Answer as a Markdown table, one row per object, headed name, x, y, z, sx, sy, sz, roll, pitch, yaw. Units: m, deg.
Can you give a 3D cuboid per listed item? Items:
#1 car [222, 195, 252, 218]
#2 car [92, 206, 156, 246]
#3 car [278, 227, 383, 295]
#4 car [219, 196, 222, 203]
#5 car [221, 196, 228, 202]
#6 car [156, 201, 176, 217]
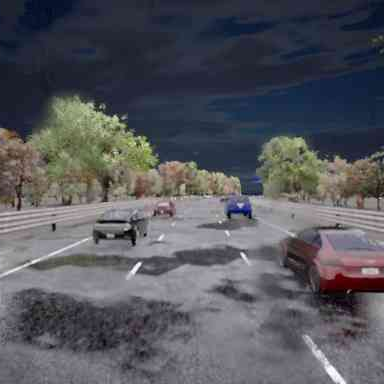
| name | x | y | z | sx | sy | sz | roll | pitch | yaw |
| --- | --- | --- | --- | --- | --- | --- | --- | --- | --- |
| car | 4.271 | 1.337 | 31.250 | 2.150 | 2.045 | 5.566 | 0 | 0 | 2 |
| car | -3.212 | 1.546 | 15.714 | 2.128 | 1.511 | 4.902 | 0 | 0 | 1 |
| car | 3.676 | 1.598 | 8.809 | 1.994 | 1.385 | 4.181 | 0 | 0 | 1 |
| car | 7.619 | 1.859 | 79.225 | 1.837 | 1.490 | 4.892 | 0 | 0 | 6 |
| car | 8.814 | 1.941 | 90.037 | 1.812 | 1.442 | 4.674 | 0 | 0 | 7 |
| car | -2.661 | 1.643 | 32.940 | 1.812 | 1.442 | 4.674 | 0 | 0 | 2 |
